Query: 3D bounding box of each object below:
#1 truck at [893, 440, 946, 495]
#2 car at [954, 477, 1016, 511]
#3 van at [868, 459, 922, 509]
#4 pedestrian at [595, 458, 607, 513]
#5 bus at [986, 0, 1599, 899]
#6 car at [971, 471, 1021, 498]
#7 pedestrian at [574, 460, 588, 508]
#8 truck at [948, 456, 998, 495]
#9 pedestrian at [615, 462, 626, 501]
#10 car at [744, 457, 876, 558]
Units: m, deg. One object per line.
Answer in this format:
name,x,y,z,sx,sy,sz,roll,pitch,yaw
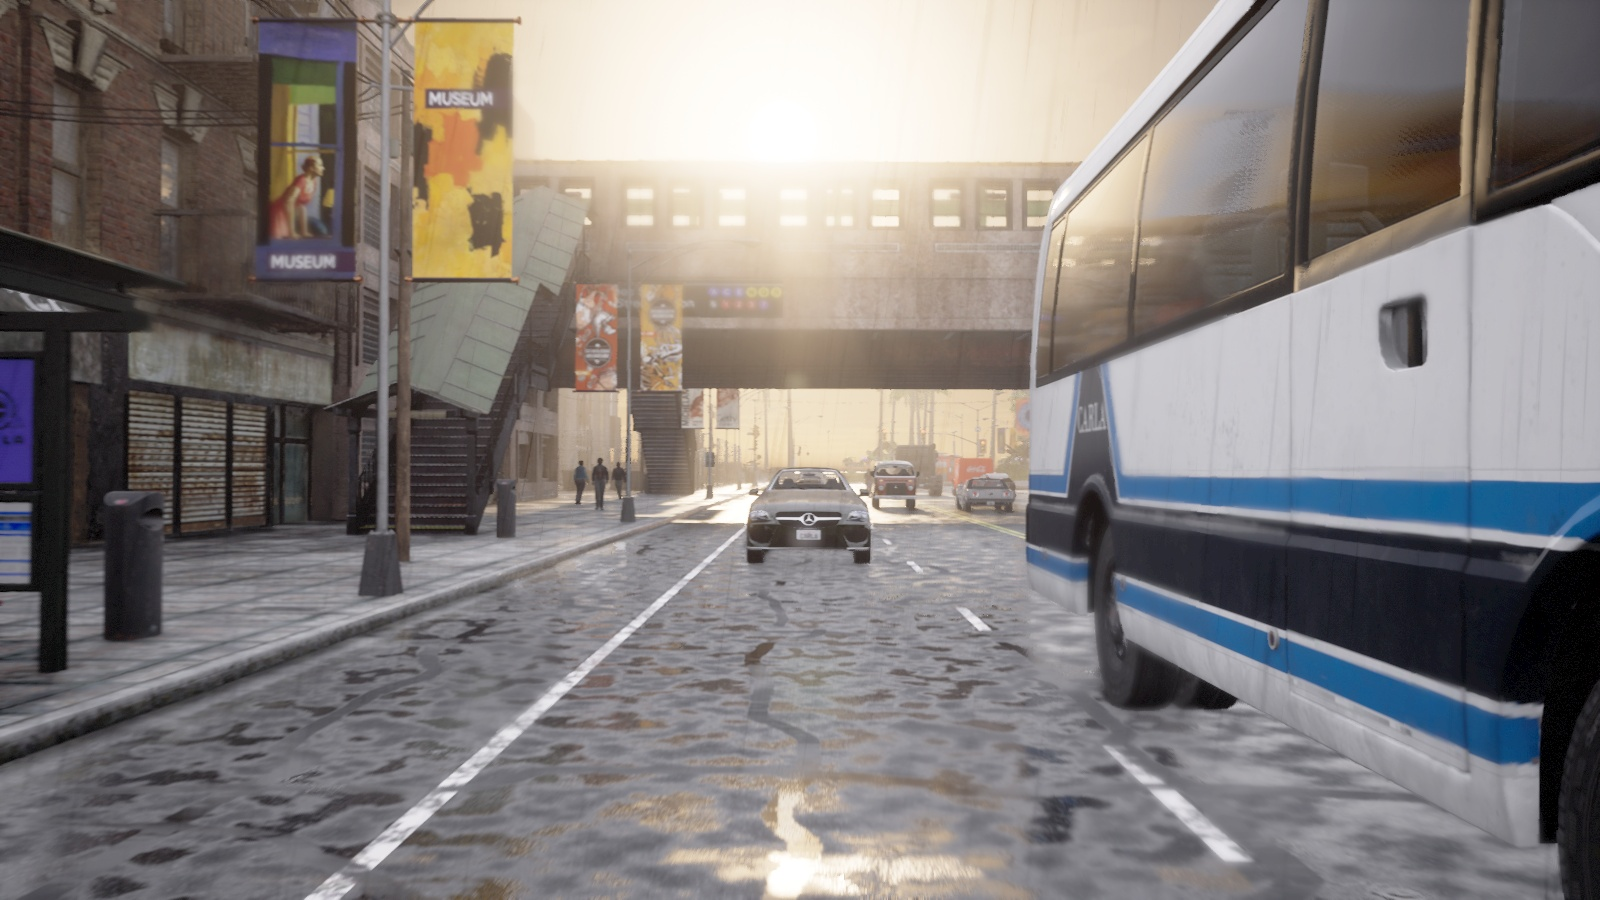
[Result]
truck,7.806,1.195,83.066,2.891,3.462,7.936,0,-1,1
car,7.461,1.741,50.963,1.895,1.301,4.718,0,-1,1
van,4.010,1.422,53.654,2.069,2.038,4.480,0,-1,1
pedestrian,-6.966,1.234,44.008,0.402,1.930,0.666,0,-1,-8
bus,3.529,-0.479,5.706,3.944,4.253,10.273,0,-1,1
car,11.245,1.983,72.284,2.163,1.488,4.792,0,-1,0
pedestrian,-8.852,1.355,50.812,0.396,1.930,0.692,0,-1,6
truck,11.228,1.657,81.855,2.627,2.467,5.204,0,-1,1
pedestrian,-8.481,1.497,59.350,0.431,1.840,0.703,0,-1,-2
car,0.183,0.979,23.054,2.152,1.651,5.027,0,-1,0
